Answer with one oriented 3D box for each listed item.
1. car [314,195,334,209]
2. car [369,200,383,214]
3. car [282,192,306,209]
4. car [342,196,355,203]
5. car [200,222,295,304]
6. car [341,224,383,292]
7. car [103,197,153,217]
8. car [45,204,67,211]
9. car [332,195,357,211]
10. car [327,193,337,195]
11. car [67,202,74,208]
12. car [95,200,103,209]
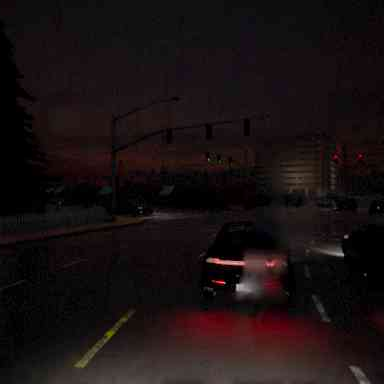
[{"bbox_3d":[18.457,1.516,46.579,1.812,1.442,4.674,0,0,32],"label":"car"},{"bbox_3d":[19.824,1.568,35.101,2.033,1.411,5.357,0,1,32],"label":"car"},{"bbox_3d":[14.389,1.207,46.666,2.150,2.045,5.566,0,1,32],"label":"car"},{"bbox_3d":[32.921,1.580,69.880,1.895,1.301,4.718,0,0,32],"label":"car"},{"bbox_3d":[1.448,1.490,8.258,2.128,1.511,4.902,0,0,12],"label":"car"},{"bbox_3d":[5.200,1.546,8.624,2.033,1.411,5.357,0,0,16],"label":"car"},{"bbox_3d":[-5.947,1.402,32.083,4.553,1.767,2.097,0,0,32],"label":"car"},{"bbox_3d":[-17.872,1.270,39.564,5.566,2.045,2.150,0,0,32],"label":"car"},{"bbox_3d":[18.481,1.484,39.592,2.128,1.511,4.902,0,0,32],"label":"car"},{"bbox_3d":[30.506,1.210,72.632,2.150,2.045,5.566,0,0,32],"label":"car"},{"bbox_3d":[-17.540,1.525,43.487,5.008,1.535,1.882,0,0,32],"label":"car"},{"bbox_3d":[-9.008,1.539,38.135,4.902,1.511,2.128,0,0,32],"label":"car"}]
